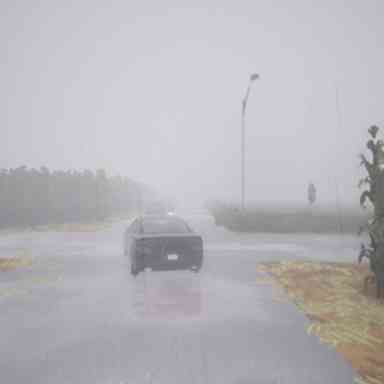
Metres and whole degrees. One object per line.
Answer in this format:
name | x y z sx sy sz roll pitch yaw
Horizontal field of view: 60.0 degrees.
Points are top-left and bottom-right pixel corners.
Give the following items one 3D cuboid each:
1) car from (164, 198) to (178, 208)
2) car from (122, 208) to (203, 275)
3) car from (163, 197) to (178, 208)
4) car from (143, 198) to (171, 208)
car | -3.168 1.631 50.363 1.837 1.490 4.892 0 0 0
car | -1.097 1.462 10.471 1.882 1.535 5.008 0 -1 -15
car | -3.188 1.443 40.166 2.097 1.767 4.553 0 0 0
car | -3.193 1.533 30.005 1.837 1.490 4.892 0 0 0
